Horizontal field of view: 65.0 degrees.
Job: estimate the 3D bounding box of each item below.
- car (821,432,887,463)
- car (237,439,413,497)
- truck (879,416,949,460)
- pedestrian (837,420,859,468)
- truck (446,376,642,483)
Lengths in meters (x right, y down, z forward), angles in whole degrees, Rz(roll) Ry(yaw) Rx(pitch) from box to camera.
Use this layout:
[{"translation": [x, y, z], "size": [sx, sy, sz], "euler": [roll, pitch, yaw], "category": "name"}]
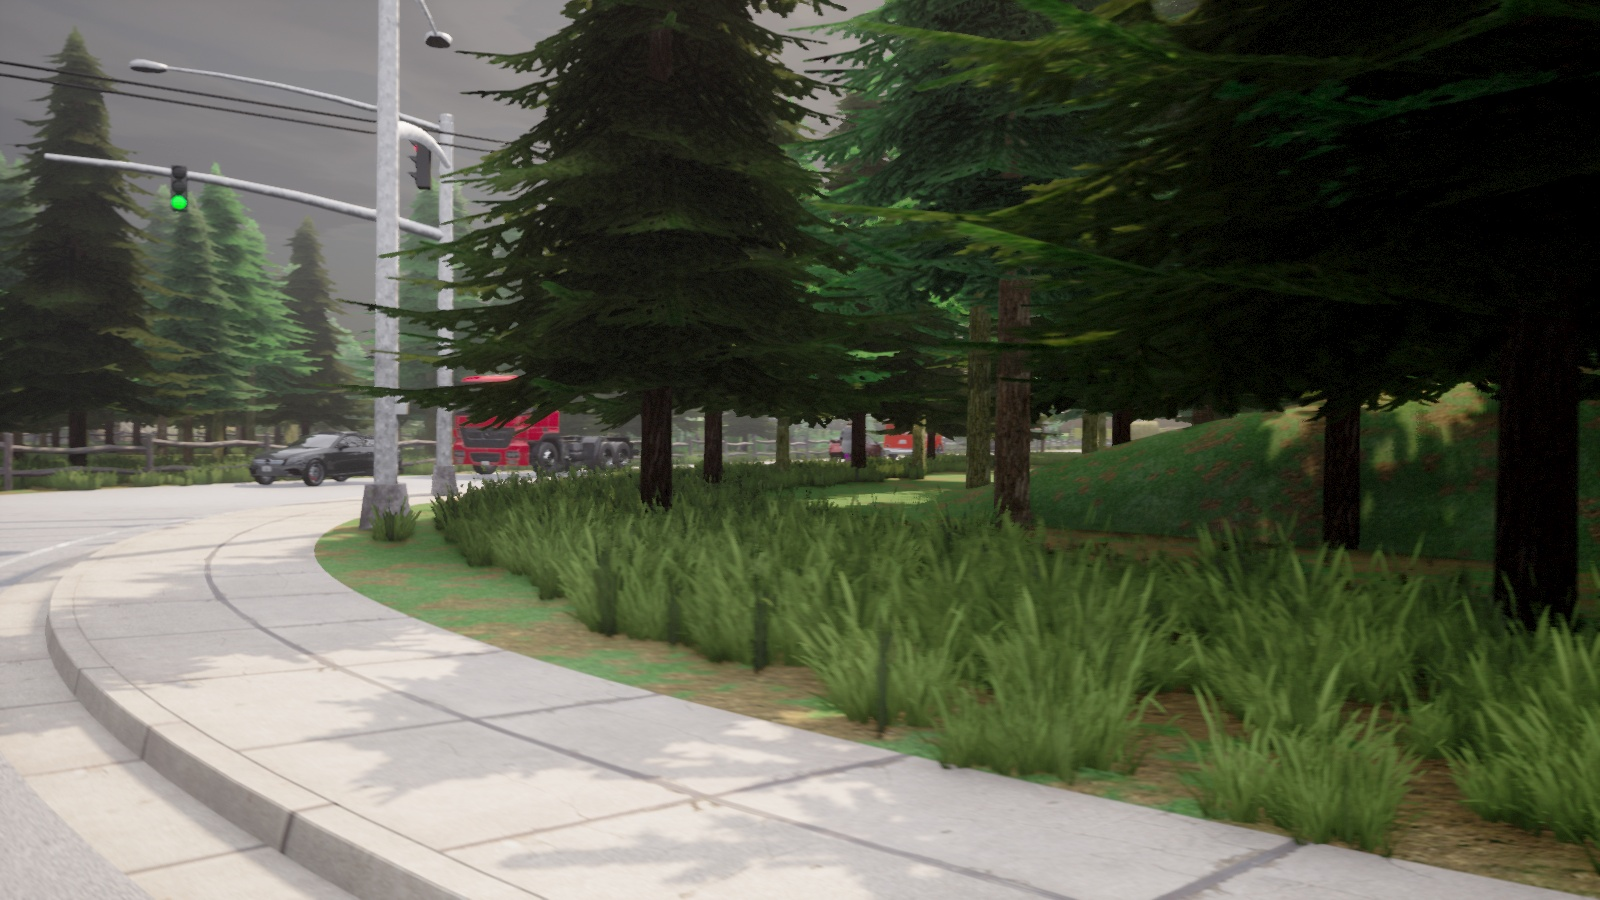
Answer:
[{"translation": [2.846, -0.149, 64.638], "size": [2.007, 1.525, 4.514], "euler": [0, 1, 22], "category": "car"}, {"translation": [-12.820, 0.441, 34.241], "size": [1.812, 1.442, 4.674], "euler": [0, 1, 21], "category": "car"}, {"translation": [6.764, -0.728, 73.975], "size": [2.627, 2.467, 5.204], "euler": [0, 1, 23], "category": "truck"}, {"translation": [1.962, -0.259, 51.686], "size": [0.659, 1.952, 0.873], "euler": [0, 1, 20], "category": "pedestrian"}, {"translation": [-8.818, -0.728, 44.489], "size": [2.891, 3.462, 7.936], "euler": [0, 1, 21], "category": "truck"}]
